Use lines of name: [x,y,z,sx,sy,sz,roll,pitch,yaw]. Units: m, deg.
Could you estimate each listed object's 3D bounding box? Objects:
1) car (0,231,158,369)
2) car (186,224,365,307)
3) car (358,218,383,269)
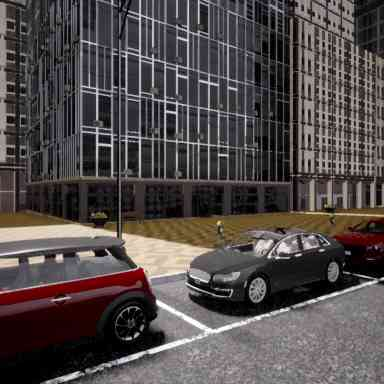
car: [-2.618,1.440,4.694,4.097,1.590,1.967,0,0,-35]
car: [1.895,1.551,7.893,4.403,1.369,2.008,0,0,-35]
car: [6.408,1.547,11.093,4.507,1.381,1.887,0,0,-35]
